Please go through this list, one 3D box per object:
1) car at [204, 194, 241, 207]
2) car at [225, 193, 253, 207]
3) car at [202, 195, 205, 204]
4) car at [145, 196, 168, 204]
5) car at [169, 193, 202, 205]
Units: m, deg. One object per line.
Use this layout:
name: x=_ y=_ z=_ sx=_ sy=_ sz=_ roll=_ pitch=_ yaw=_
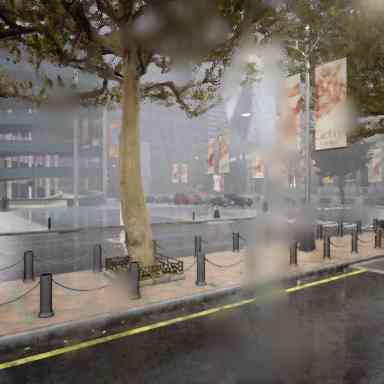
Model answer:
car: x=4.583 y=1.492 z=50.713 sx=2.128 sy=1.511 sz=4.902 roll=0 pitch=0 yaw=-35
car: x=7.194 y=1.221 z=53.084 sx=2.150 sy=2.045 sz=5.566 roll=0 pitch=0 yaw=-36
car: x=1.494 y=1.352 z=60.949 sx=2.097 sy=1.767 sz=4.553 roll=0 pitch=0 yaw=-37
car: x=-7.684 y=1.505 z=66.441 sx=4.892 sy=1.490 sz=1.837 roll=0 pitch=0 yaw=43
car: x=-1.166 y=1.221 z=58.722 sx=2.150 sy=2.045 sz=5.566 roll=0 pitch=0 yaw=-36
